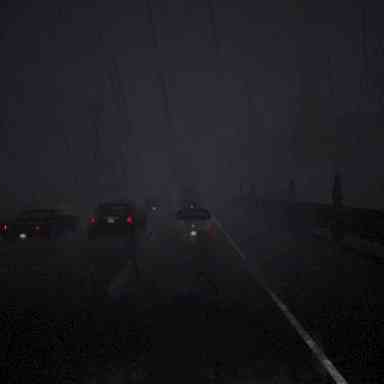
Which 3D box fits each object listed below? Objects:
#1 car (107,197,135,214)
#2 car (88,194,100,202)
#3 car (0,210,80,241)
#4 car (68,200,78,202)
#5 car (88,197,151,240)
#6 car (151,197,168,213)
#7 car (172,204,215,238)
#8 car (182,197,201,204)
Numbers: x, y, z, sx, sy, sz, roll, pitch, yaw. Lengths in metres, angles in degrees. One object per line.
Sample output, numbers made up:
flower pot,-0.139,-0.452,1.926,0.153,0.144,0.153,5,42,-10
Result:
car,-7.038,1.255,33.408,1.837,1.490,4.892,0,0,-1
car,-18.062,1.094,61.185,2.033,1.411,5.357,0,0,-16
car,-6.946,1.484,15.889,1.895,1.301,4.718,0,0,0
car,-21.214,1.089,59.307,1.812,1.442,4.674,0,0,-15
car,-3.449,1.230,16.227,2.097,1.767,4.553,0,0,0
car,-3.539,1.252,33.403,1.837,1.490,4.892,0,0,-1
car,0.052,1.473,16.611,1.895,1.301,4.718,0,0,0
car,-0.069,1.263,34.386,1.812,1.442,4.674,0,0,-1
